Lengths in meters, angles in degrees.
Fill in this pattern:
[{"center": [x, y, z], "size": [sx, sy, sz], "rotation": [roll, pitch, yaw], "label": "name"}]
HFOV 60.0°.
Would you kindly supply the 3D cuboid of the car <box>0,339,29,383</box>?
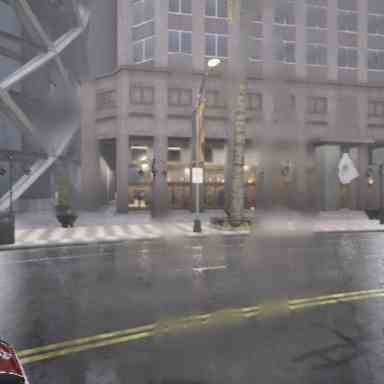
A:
[{"center": [-3.141, 1.350, 1.449], "size": [4.553, 1.767, 2.097], "rotation": [0, 0, -36], "label": "car"}]
